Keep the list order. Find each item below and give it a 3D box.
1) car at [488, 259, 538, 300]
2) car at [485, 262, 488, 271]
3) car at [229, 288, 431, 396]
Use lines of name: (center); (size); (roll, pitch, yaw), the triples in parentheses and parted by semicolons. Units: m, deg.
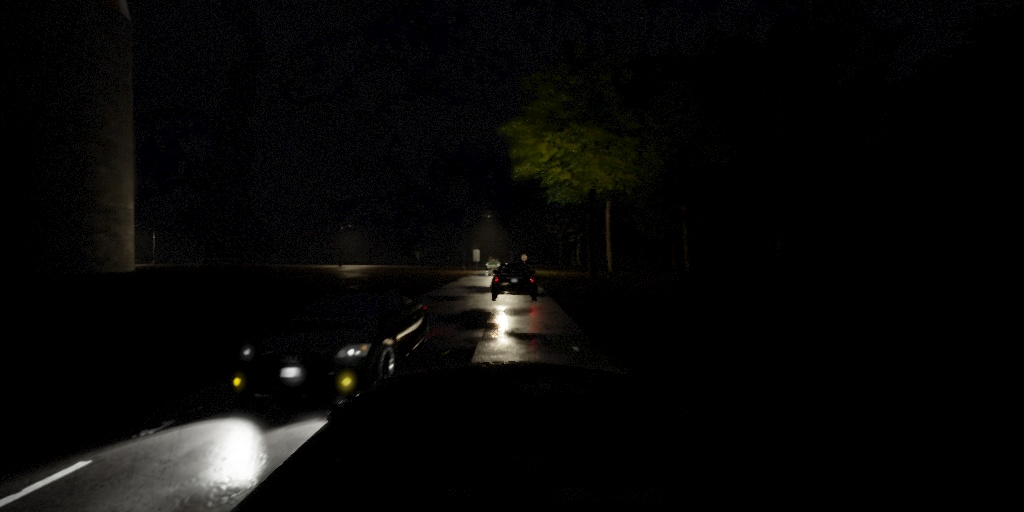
car: (0.103, 1.106, 17.887); (2.097, 1.767, 4.553); (0, 0, 0)
car: (-2.740, 1.264, 52.838); (2.097, 1.767, 4.553); (0, 0, 0)
car: (-2.849, 1.314, 6.614); (1.994, 1.385, 4.181); (0, 0, 0)
